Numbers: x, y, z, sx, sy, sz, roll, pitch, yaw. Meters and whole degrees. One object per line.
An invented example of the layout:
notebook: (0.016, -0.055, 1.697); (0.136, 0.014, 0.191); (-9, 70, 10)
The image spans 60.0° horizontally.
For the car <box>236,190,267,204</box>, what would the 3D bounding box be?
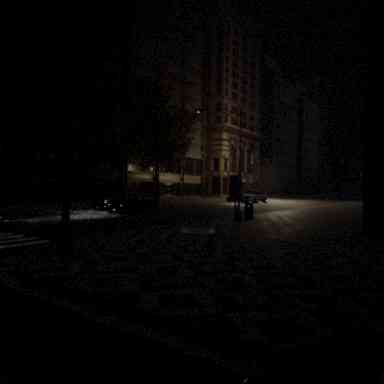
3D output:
car: (9.228, 0.714, 49.366); (2.150, 2.045, 5.566); (2, 1, 35)

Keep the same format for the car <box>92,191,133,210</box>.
car: (-7.198, 0.814, 31.656); (2.097, 1.767, 4.553); (2, 1, 35)

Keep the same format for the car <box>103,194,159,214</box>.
car: (-5.083, 1.143, 29.025); (1.895, 1.301, 4.718); (2, 1, 35)

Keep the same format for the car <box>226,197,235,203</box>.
car: (7.311, 0.958, 52.293); (2.033, 1.411, 5.357); (2, 1, 35)

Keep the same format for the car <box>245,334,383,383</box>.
car: (2.026, 1.456, 1.523); (4.097, 1.590, 1.967); (1, 1, 35)
